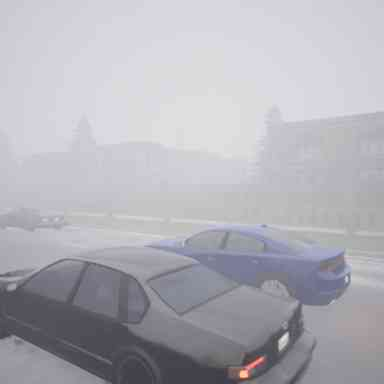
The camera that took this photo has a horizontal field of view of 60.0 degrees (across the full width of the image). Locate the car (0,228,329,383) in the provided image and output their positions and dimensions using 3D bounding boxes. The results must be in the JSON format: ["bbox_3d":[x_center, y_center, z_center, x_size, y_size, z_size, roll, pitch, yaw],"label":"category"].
[{"bbox_3d":[-1.128,1.537,4.796,5.357,1.411,2.033,0,0,36],"label":"car"}]

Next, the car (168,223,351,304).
[{"bbox_3d":[0.873,1.466,7.667,5.008,1.535,1.882,0,0,36],"label":"car"}]

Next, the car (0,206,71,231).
[{"bbox_3d":[-9.273,1.492,19.205,5.357,1.411,2.033,0,0,36],"label":"car"}]
